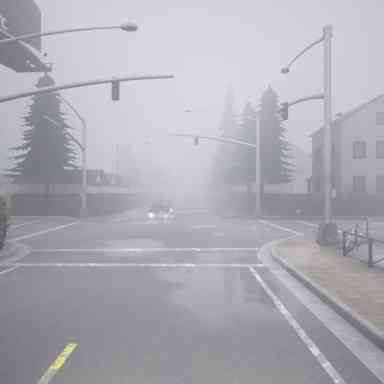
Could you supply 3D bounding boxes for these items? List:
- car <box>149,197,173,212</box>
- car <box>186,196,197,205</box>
[{"bbox_3d":[-3.644,1.352,38.109,2.097,1.767,4.553,0,0,0],"label":"car"},{"bbox_3d":[-0.086,1.491,59.322,2.128,1.511,4.902,0,0,0],"label":"car"}]
